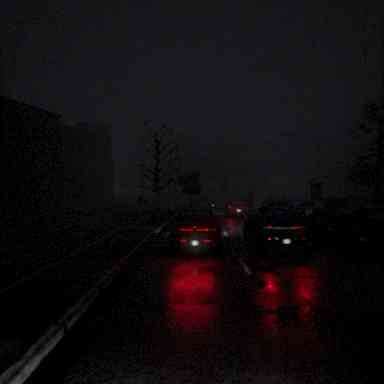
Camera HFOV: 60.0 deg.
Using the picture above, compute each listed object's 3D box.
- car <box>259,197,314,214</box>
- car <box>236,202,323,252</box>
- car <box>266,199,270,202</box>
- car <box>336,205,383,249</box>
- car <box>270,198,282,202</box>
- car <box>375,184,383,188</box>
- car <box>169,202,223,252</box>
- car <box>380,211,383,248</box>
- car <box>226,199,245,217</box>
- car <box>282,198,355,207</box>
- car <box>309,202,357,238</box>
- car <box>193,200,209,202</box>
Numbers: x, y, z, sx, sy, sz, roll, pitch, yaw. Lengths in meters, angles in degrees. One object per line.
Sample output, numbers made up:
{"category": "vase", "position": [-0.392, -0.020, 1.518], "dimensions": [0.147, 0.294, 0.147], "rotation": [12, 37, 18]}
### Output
{"category": "car", "position": [9.254, 1.319, 32.748], "dimensions": [4.792, 1.488, 2.163], "rotation": [1, 0, -15]}
{"category": "car", "position": [3.178, 1.381, 13.274], "dimensions": [2.128, 1.511, 4.902], "rotation": [0, 0, 2]}
{"category": "car", "position": [8.776, 1.350, 26.842], "dimensions": [4.674, 1.452, 2.002], "rotation": [1, 1, -16]}
{"category": "car", "position": [8.124, 1.385, 12.095], "dimensions": [4.892, 1.521, 2.231], "rotation": [1, 0, -18]}
{"category": "car", "position": [8.585, 1.321, 23.898], "dimensions": [5.008, 1.535, 2.097], "rotation": [1, 0, -16]}
{"category": "car", "position": [46.153, -1.379, 80.519], "dimensions": [2.002, 1.452, 4.674], "rotation": [-4, 2, 3]}
{"category": "car", "position": [0.179, 1.389, 13.355], "dimensions": [1.837, 1.490, 4.892], "rotation": [0, 1, 2]}
{"category": "car", "position": [8.076, 1.405, 9.136], "dimensions": [4.892, 1.521, 2.231], "rotation": [1, 0, -19]}
{"category": "car", "position": [3.950, 1.324, 28.981], "dimensions": [1.812, 1.442, 4.674], "rotation": [0, 1, 5]}
{"category": "car", "position": [8.467, 1.210, 20.956], "dimensions": [4.553, 1.767, 2.185], "rotation": [1, 1, -17]}
{"category": "car", "position": [8.197, 1.368, 15.050], "dimensions": [4.892, 1.521, 2.231], "rotation": [1, 0, -18]}
{"category": "car", "position": [0.718, 1.345, 26.294], "dimensions": [2.033, 1.411, 5.357], "rotation": [0, 0, 4]}
